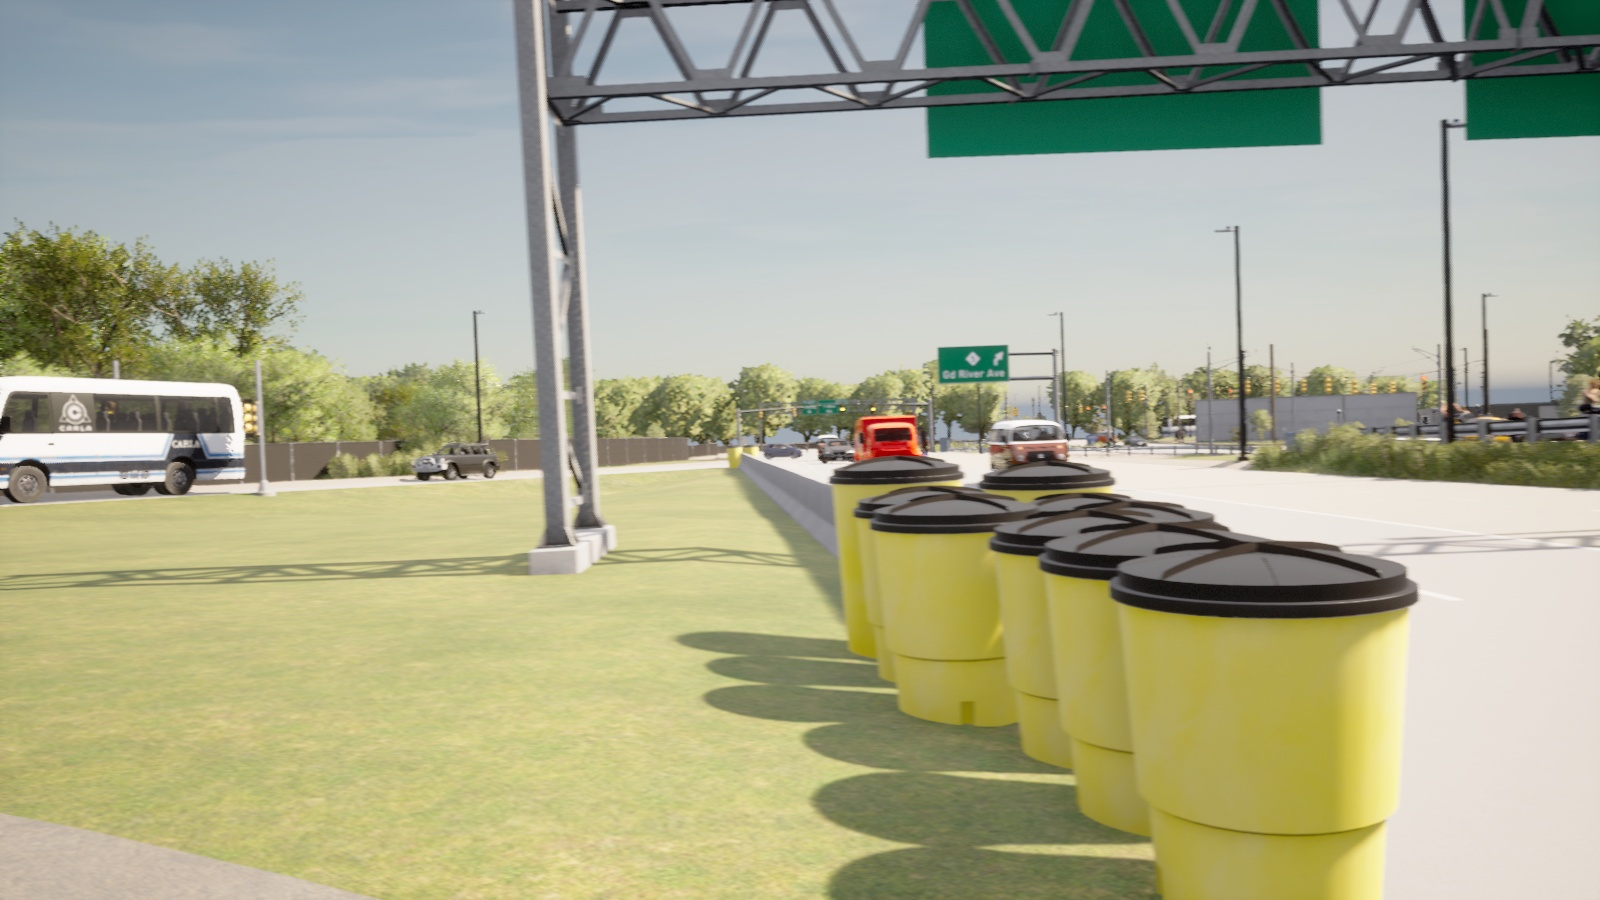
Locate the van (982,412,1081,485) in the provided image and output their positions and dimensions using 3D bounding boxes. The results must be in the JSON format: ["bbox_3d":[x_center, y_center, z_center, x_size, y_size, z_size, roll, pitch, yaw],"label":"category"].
[{"bbox_3d":[7.163,-0.061,39.287,2.069,2.038,4.480,-3,0,-1],"label":"van"}]

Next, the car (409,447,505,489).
[{"bbox_3d":[-16.756,0.858,61.606,1.932,1.855,4.605,-2,0,25],"label":"car"}]

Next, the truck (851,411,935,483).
[{"bbox_3d":[3.480,-0.127,48.385,2.627,2.467,5.204,-3,0,-1],"label":"truck"}]

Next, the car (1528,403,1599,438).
[{"bbox_3d":[41.389,-1.561,67.529,2.152,1.651,5.027,-1,-1,9],"label":"car"}]

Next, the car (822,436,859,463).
[{"bbox_3d":[2.745,-0.041,87.144,2.242,1.667,4.611,-3,0,-1],"label":"car"}]

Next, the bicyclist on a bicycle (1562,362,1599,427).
[{"bbox_3d":[20.881,-1.452,32.703,0.866,1.612,1.509,-2,0,-15],"label":"bicyclist on a bicycle"}]

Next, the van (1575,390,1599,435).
[{"bbox_3d":[37.085,-1.704,57.070,4.442,1.987,1.775,-1,0,-39],"label":"van"}]

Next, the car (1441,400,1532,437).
[{"bbox_3d":[31.541,-1.439,57.633,5.366,1.575,1.801,-1,0,-40],"label":"car"}]

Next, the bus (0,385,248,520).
[{"bbox_3d":[-25.199,0.071,44.214,3.944,4.253,10.273,-2,0,26],"label":"bus"}]
